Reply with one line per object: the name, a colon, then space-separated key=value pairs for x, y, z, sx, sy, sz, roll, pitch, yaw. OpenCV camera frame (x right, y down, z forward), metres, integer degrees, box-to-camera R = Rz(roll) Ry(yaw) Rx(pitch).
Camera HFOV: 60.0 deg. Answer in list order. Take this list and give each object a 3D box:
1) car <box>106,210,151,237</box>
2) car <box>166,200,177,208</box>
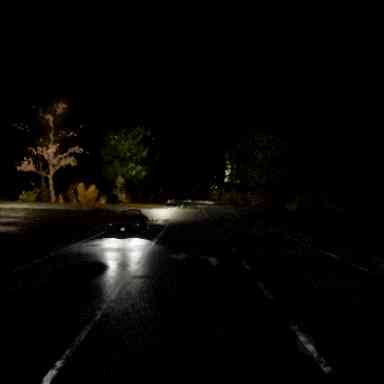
car: x=-3.551 y=1.734 z=19.137 sx=1.994 sy=1.385 sz=4.181 roll=0 pitch=-1 yaw=0
car: x=-3.712 y=2.096 z=60.742 sx=2.033 sy=1.411 sz=5.357 roll=0 pitch=-1 yaw=0
